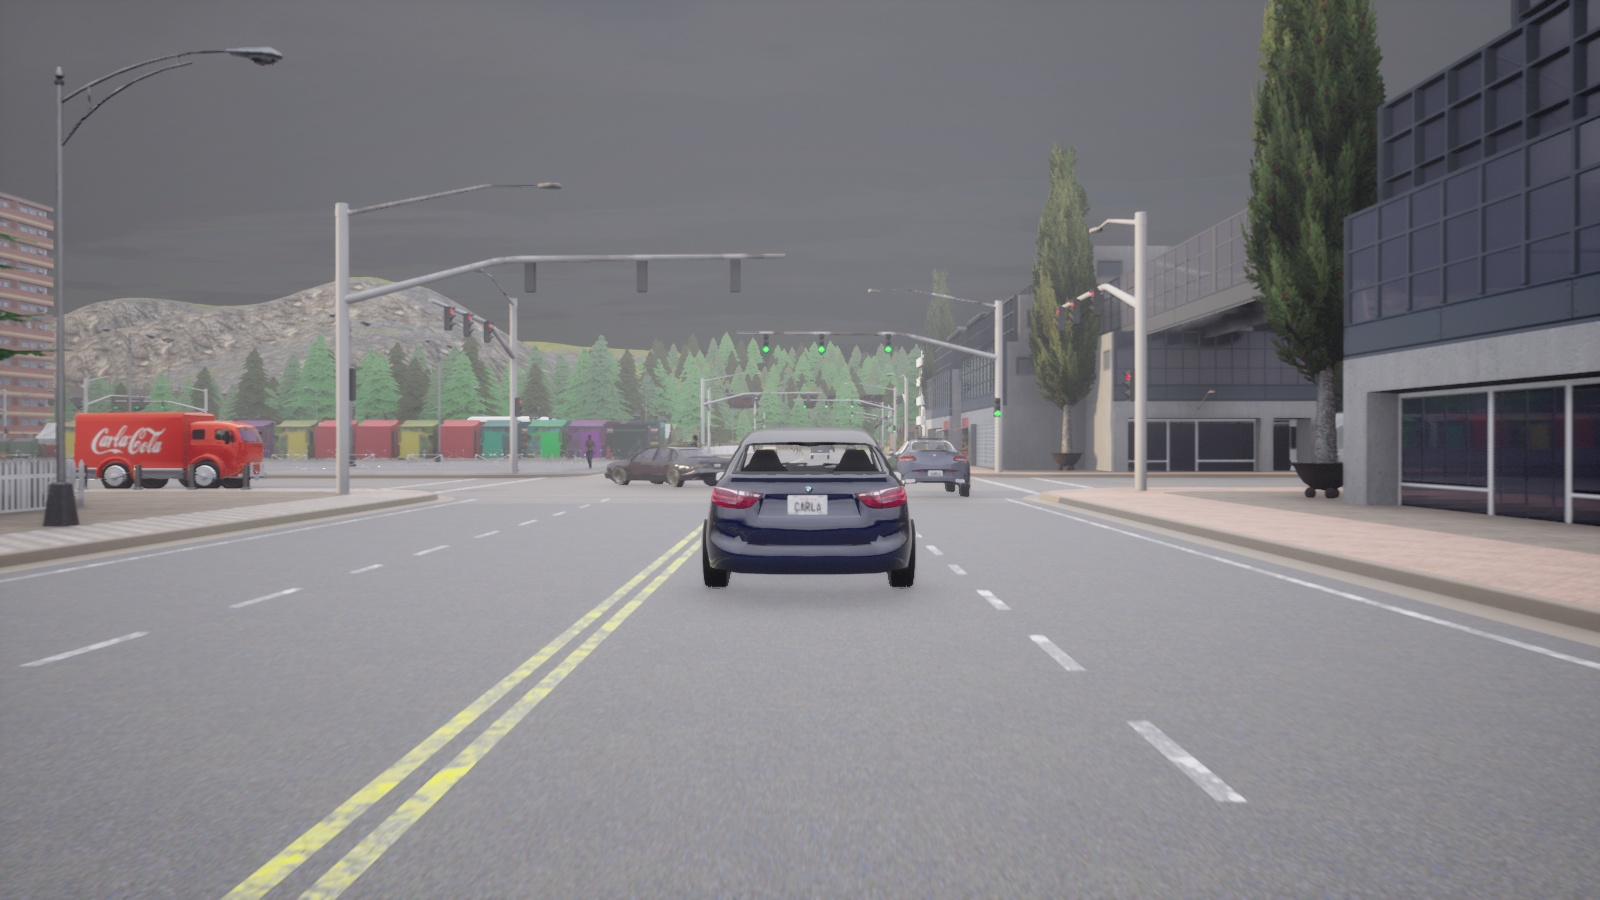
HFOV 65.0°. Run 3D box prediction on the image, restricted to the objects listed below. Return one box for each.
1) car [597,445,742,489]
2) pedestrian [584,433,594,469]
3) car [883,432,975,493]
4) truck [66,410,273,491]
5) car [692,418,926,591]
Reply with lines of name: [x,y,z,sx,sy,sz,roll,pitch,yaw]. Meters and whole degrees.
car: [-4.584,0.546,43.332,5.357,1.411,2.033,0,0,44]
pedestrian: [-10.727,0.036,63.950,0.328,1.805,0.869,0,0,3]
car: [3.670,0.322,36.617,2.152,1.651,5.027,0,0,0]
truck: [-19.754,0.021,39.586,5.204,2.467,2.627,0,0,0]
car: [0.099,0.510,14.366,2.242,1.667,4.611,0,0,0]
